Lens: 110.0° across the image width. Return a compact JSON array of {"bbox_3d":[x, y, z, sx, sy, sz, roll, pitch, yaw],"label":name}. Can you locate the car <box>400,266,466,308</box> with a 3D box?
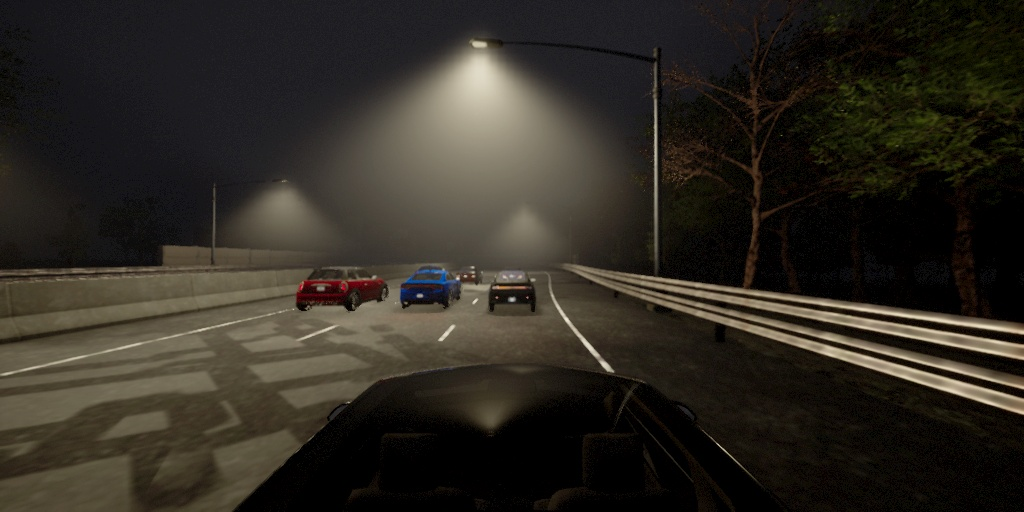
[{"bbox_3d":[-3.470,1.376,16.079,1.882,1.535,5.008,0,0,1],"label":"car"}]

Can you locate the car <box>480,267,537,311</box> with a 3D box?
[{"bbox_3d":[0.023,1.383,15.340,2.128,1.511,4.902,0,0,1],"label":"car"}]

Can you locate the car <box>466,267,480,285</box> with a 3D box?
[{"bbox_3d":[-3.491,1.589,29.353,2.033,1.411,5.357,0,-1,0],"label":"car"}]

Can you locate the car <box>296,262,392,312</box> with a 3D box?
[{"bbox_3d":[-6.976,1.241,15.256,2.097,1.767,4.553,0,-1,1],"label":"car"}]

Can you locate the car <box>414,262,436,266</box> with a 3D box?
[{"bbox_3d":[-6.971,1.537,31.087,1.882,1.535,5.008,0,0,1],"label":"car"}]
